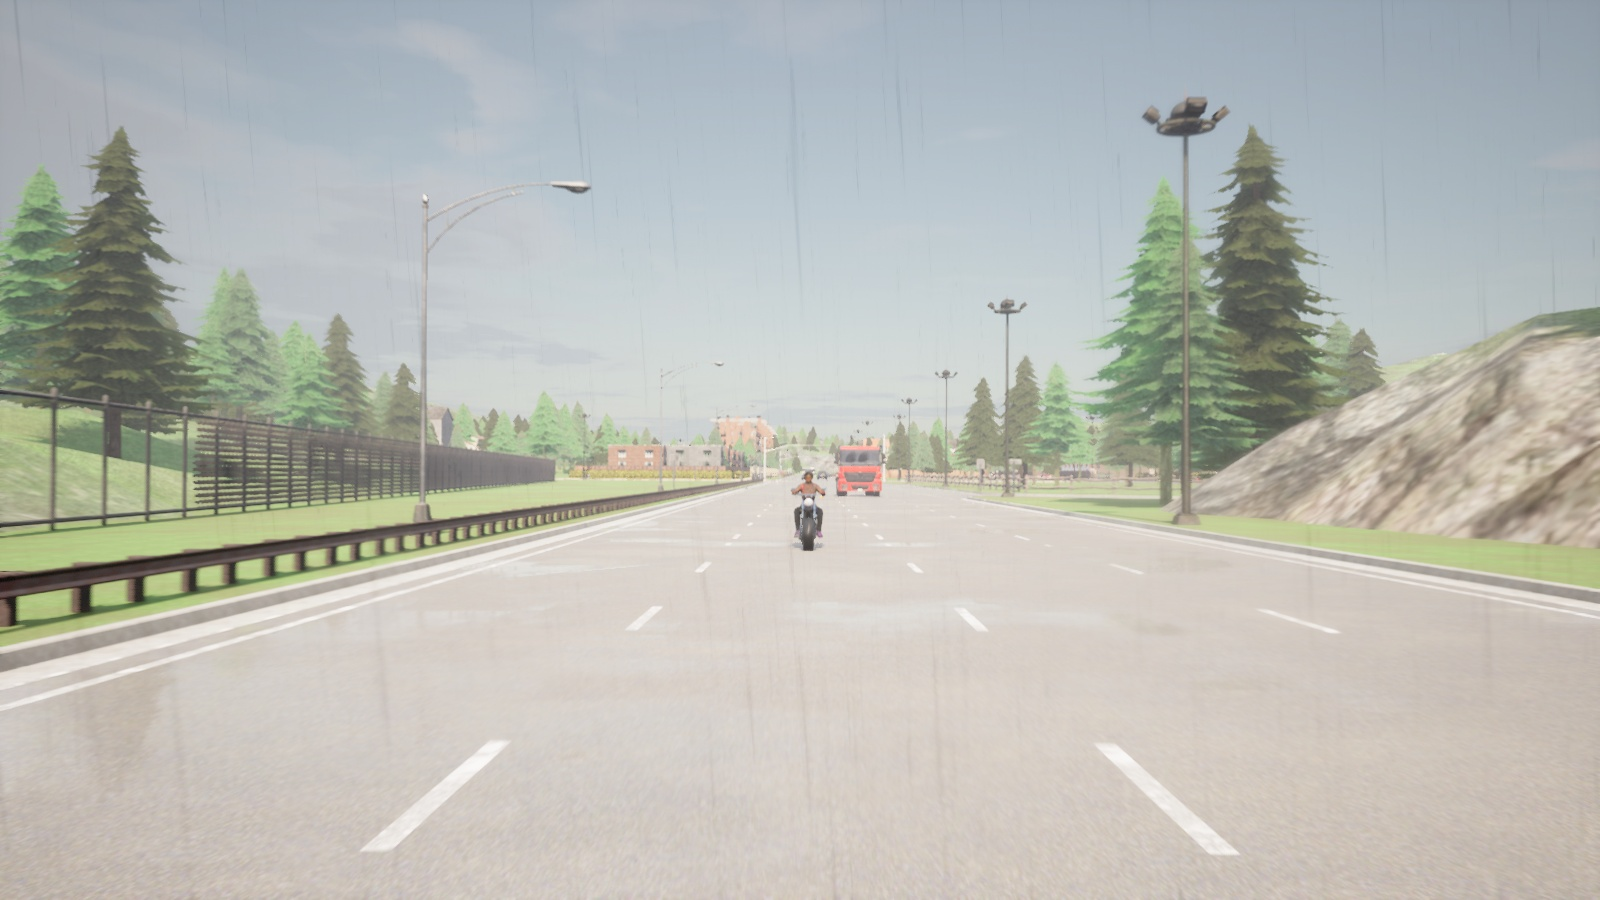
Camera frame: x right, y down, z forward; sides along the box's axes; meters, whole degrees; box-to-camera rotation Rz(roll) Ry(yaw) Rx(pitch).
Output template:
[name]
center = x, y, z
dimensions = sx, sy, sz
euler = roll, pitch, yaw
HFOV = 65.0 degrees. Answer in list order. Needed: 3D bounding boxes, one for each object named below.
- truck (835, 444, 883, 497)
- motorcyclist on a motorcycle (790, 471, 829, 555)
[truck]
center = 3.972, 1.429, 86.264
dimensions = 2.891, 3.462, 7.936
euler = 0, -1, 0
[motorcyclist on a motorcycle]
center = 0.186, 1.248, 25.783
dimensions = 0.766, 1.649, 2.350
euler = 0, -1, 0
